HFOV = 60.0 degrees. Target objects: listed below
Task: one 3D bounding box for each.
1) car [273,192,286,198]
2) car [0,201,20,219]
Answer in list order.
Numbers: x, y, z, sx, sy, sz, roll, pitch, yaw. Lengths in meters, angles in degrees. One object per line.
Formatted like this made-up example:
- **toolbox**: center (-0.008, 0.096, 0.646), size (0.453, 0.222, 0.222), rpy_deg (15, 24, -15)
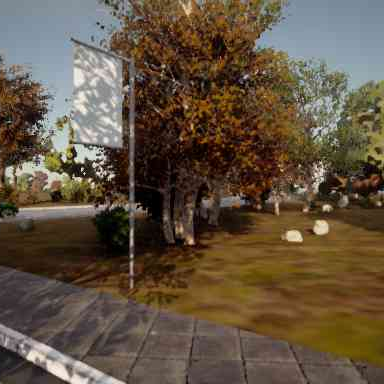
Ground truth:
- **car**: center (23.815, 1.053, 90.147), size (1.837, 1.490, 4.892), rpy_deg (0, 0, 20)
- **car**: center (-16.910, 1.125, 26.577), size (2.150, 2.045, 5.566), rpy_deg (0, 0, 39)
